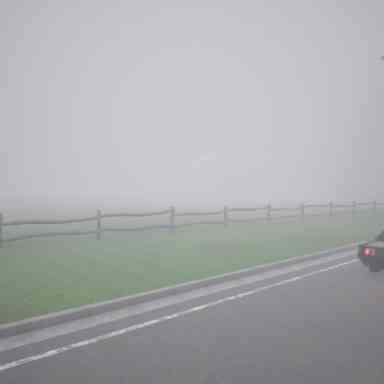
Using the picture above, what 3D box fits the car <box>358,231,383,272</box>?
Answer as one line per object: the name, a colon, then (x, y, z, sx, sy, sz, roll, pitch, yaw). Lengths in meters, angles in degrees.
car: (6.765, 1.601, 9.692, 4.718, 1.301, 1.895, 0, 0, -40)
